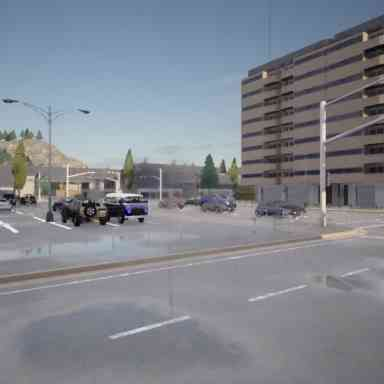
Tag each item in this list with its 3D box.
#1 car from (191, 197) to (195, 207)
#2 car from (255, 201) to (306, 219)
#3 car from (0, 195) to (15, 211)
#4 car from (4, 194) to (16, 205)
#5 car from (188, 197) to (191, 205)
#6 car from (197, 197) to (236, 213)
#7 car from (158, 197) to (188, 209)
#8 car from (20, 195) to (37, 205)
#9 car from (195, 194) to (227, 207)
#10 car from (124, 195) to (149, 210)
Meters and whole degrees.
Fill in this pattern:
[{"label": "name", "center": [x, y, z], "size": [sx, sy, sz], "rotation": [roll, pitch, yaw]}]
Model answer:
[{"label": "car", "center": [0.206, 1.547, 53.198], "size": [2.128, 1.511, 4.902], "rotation": [0, 0, -35]}, {"label": "car", "center": [7.700, 1.619, 30.239], "size": [1.994, 1.385, 4.181], "rotation": [0, 0, -35]}, {"label": "car", "center": [-21.807, 1.451, 37.892], "size": [1.970, 1.475, 3.806], "rotation": [0, 0, -35]}, {"label": "car", "center": [-29.671, 1.212, 53.722], "size": [1.905, 1.878, 3.866], "rotation": [0, 0, -35]}, {"label": "car", "center": [-2.635, 1.560, 50.838], "size": [1.837, 1.490, 4.892], "rotation": [0, 0, -35]}, {"label": "car", "center": [2.832, 1.619, 37.091], "size": [1.994, 1.385, 4.181], "rotation": [0, 0, -35]}, {"label": "car", "center": [-2.938, 1.619, 45.207], "size": [1.994, 1.385, 4.181], "rotation": [0, 0, -35]}, {"label": "car", "center": [-27.275, 1.209, 55.347], "size": [1.932, 1.855, 4.605], "rotation": [0, 0, -35]}, {"label": "car", "center": [3.201, 1.277, 42.606], "size": [2.150, 2.045, 5.566], "rotation": [0, 0, -35]}, {"label": "car", "center": [-8.710, 1.656, 53.387], "size": [1.895, 1.301, 4.718], "rotation": [0, 0, -35]}]
